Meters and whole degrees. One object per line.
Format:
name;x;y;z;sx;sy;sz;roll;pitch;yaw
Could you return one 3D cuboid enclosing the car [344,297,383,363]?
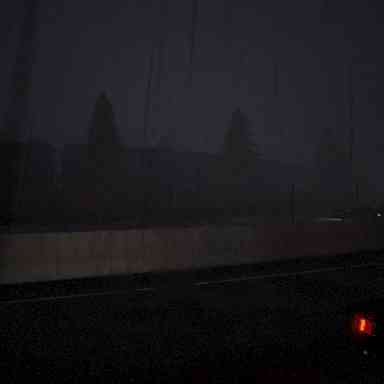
car;4.376;1.602;4.148;4.718;1.301;1.895;0;0;-22
